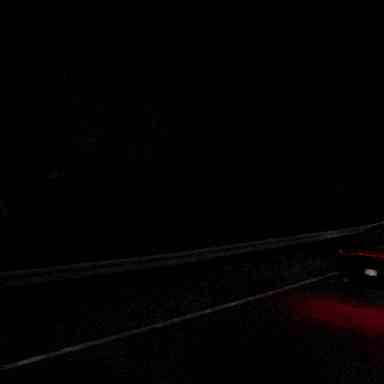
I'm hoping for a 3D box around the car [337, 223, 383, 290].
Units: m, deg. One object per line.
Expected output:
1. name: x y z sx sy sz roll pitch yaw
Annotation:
1. car: 5.590 1.513 8.435 5.008 1.535 1.882 0 0 -40
